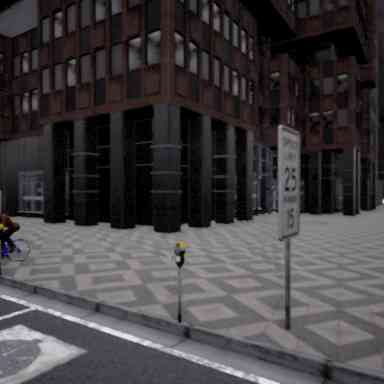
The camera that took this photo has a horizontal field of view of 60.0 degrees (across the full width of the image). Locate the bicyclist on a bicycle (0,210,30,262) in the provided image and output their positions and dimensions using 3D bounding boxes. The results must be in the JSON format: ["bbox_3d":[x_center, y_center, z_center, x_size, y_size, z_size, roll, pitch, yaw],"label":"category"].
[{"bbox_3d":[-5.358,1.266,9.383,0.582,1.620,1.656,0,0,33],"label":"bicyclist on a bicycle"}]
